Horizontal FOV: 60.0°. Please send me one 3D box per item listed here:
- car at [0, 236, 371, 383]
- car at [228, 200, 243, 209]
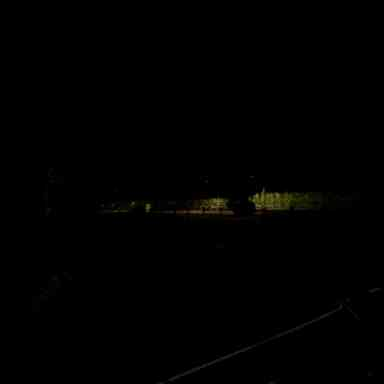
[{"bbox_3d":[-0.564,1.352,2.671,4.553,1.767,2.097,0,0,-36],"label":"car"},{"bbox_3d":[9.956,2.660,70.405,2.150,2.045,5.566,2,-3,-35],"label":"car"}]
